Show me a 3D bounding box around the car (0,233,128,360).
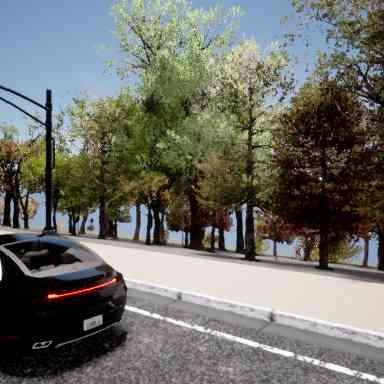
[{"bbox_3d":[-3.236,1.504,5.954,4.892,1.490,1.837,0,0,38],"label":"car"}]
